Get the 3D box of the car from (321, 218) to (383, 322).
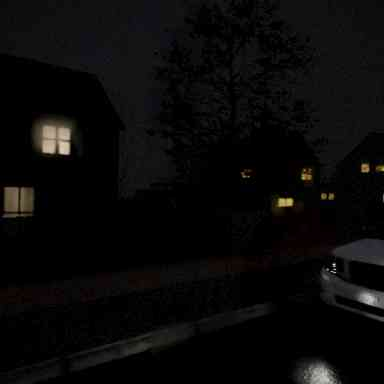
[{"bbox_3d":[4.938,1.291,6.525,5.566,2.045,2.150,1,0,-34],"label":"car"}]
